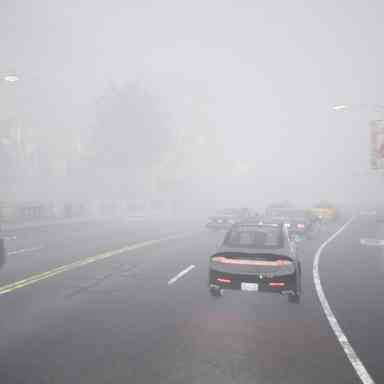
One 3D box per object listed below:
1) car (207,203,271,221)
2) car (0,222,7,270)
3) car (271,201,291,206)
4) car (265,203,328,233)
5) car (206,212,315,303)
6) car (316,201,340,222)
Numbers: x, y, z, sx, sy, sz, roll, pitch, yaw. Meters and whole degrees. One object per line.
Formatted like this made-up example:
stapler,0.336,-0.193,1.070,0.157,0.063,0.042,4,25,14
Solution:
car,2.679,1.545,19.307,2.033,1.411,5.357,0,0,30
car,-6.143,1.477,6.669,1.882,1.535,5.008,0,0,13
car,7.577,1.489,27.900,2.128,1.511,4.902,0,0,30
car,5.522,1.546,17.276,2.033,1.411,5.357,0,0,29
car,1.675,1.491,8.316,2.128,1.511,4.902,0,0,15
car,10.529,1.454,26.239,1.801,1.575,5.366,0,0,30
